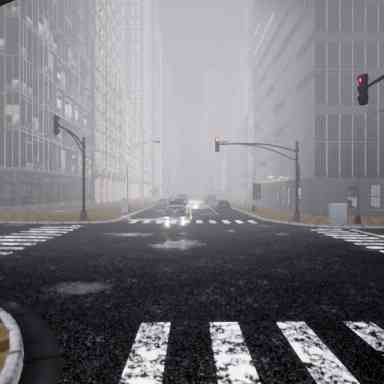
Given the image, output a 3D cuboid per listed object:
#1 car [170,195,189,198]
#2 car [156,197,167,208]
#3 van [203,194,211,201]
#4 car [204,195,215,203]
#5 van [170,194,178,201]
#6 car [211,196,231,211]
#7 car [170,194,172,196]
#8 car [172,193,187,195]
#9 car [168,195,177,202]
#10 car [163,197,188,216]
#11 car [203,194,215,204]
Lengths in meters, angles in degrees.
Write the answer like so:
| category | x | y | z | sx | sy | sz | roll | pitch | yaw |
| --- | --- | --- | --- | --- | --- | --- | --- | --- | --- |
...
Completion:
| category | x | y | z | sx | sy | sz | roll | pitch | yaw |
| --- | --- | --- | --- | --- | --- | --- | --- | --- | --- |
| car | -1.651 | 1.517 | 43.465 | 1.837 | 1.490 | 4.892 | 0 | 0 | 0 |
| car | -4.143 | 1.593 | 47.223 | 1.802 | 1.307 | 4.206 | 0 | 0 | 0 |
| van | 3.513 | 1.321 | 80.441 | 1.690 | 1.788 | 3.998 | 0 | 0 | 0 |
| car | 3.588 | 1.432 | 69.386 | 1.967 | 1.590 | 4.097 | 0 | 0 | 0 |
| van | -4.367 | 1.321 | 80.388 | 1.690 | 1.788 | 3.998 | 0 | 0 | 0 |
| car | 3.823 | 1.579 | 41.749 | 1.947 | 1.339 | 4.313 | 0 | 0 | 0 |
| car | -4.255 | 1.564 | 63.805 | 1.947 | 1.339 | 4.313 | 0 | 0 | 0 |
| car | -1.727 | 1.227 | 57.204 | 2.150 | 2.045 | 5.566 | 0 | 0 | 0 |
| car | -4.329 | 1.426 | 74.861 | 1.967 | 1.590 | 4.097 | 0 | 0 | 0 |
| car | -1.585 | 1.543 | 33.103 | 1.812 | 1.442 | 4.674 | 0 | 0 | 0 |
| car | 3.625 | 1.313 | 63.858 | 2.192 | 1.841 | 5.009 | 0 | 0 | 0 |
